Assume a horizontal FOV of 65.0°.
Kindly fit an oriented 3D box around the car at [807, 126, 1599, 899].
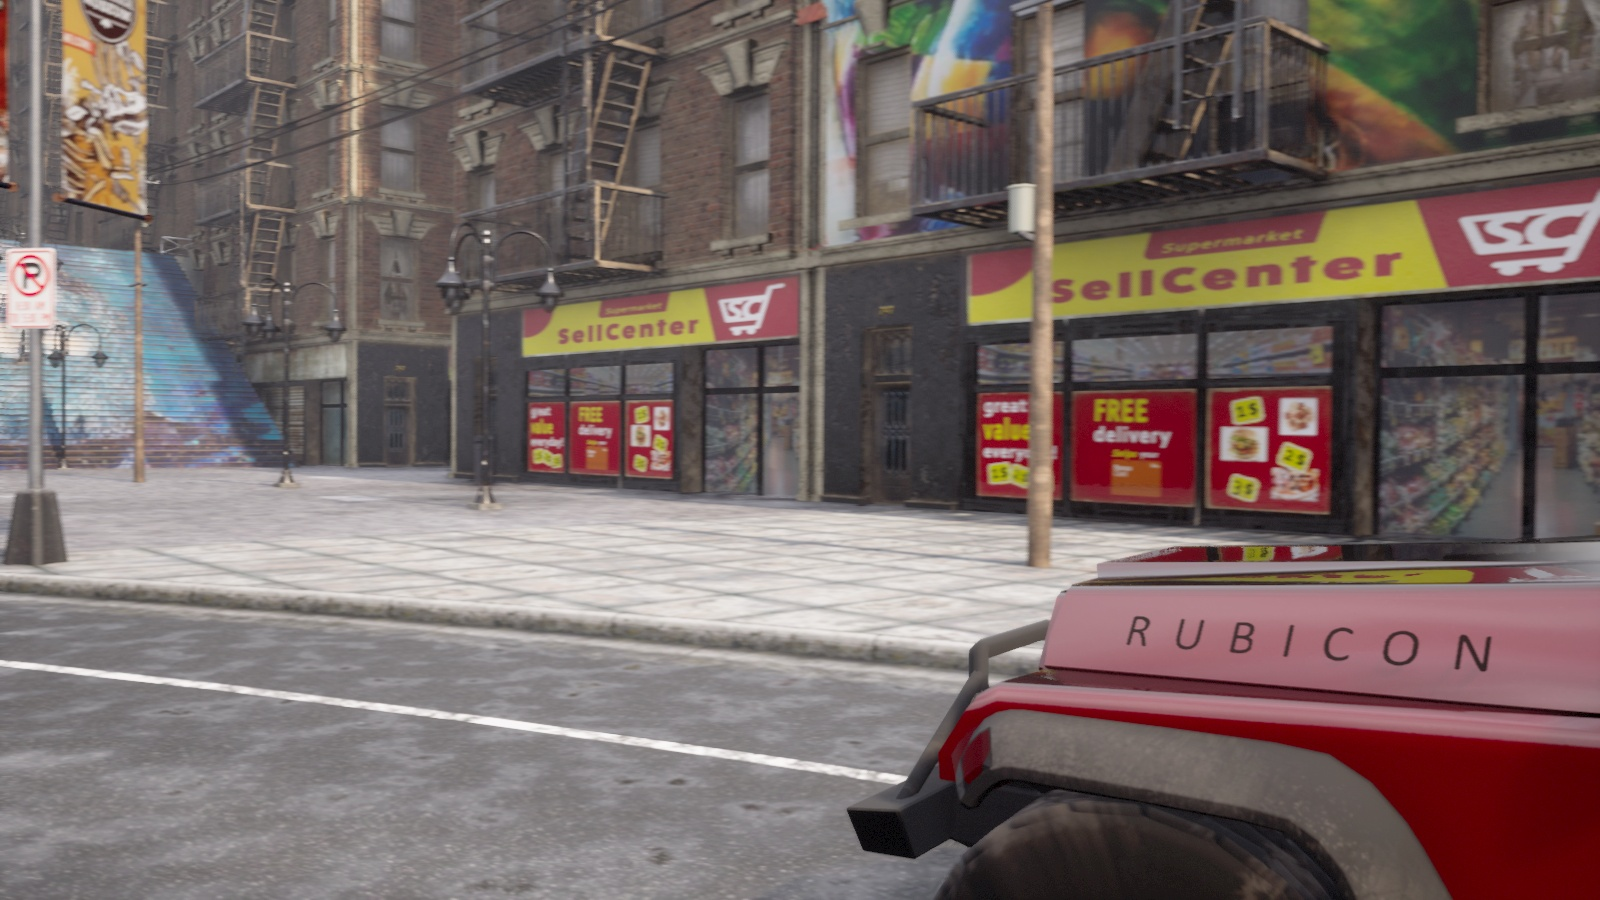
[{"bbox_3d":[2.159,0.474,2.205,3.866,1.878,1.905,0,1,34],"label":"car"}]
